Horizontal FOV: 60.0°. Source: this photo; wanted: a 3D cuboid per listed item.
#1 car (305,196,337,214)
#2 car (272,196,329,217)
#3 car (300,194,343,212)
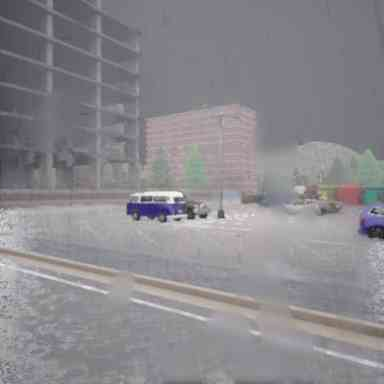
[{"bbox_3d":[11.006,1.340,30.943,3.905,1.438,1.784,0,0,36],"label":"car"},{"bbox_3d":[9.315,1.372,28.593,3.806,1.475,1.970,0,0,36],"label":"car"},{"bbox_3d":[12.533,1.129,33.150,4.605,1.855,1.932,0,0,36],"label":"car"}]
